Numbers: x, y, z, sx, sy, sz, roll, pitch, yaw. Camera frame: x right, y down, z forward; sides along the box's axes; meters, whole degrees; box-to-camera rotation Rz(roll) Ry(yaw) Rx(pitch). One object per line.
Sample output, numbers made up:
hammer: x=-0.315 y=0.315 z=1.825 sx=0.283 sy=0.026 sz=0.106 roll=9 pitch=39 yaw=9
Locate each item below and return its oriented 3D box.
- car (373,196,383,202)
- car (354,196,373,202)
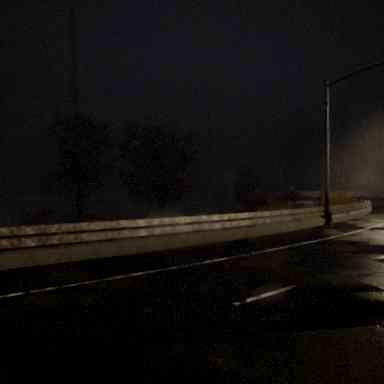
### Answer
car: x=43.084 y=1.589 z=77.412 sx=2.128 sy=1.511 sz=4.902 roll=0 pitch=0 yaw=6
car: x=39.613 y=1.605 z=77.868 sx=2.128 sy=1.511 sz=4.902 roll=0 pitch=0 yaw=6
